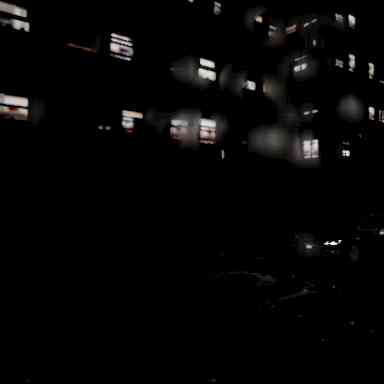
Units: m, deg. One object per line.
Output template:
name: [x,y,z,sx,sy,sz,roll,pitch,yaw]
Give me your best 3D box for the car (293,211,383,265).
car: [5.575,1.445,11.655,4.892,1.490,1.837,0,0,-35]
